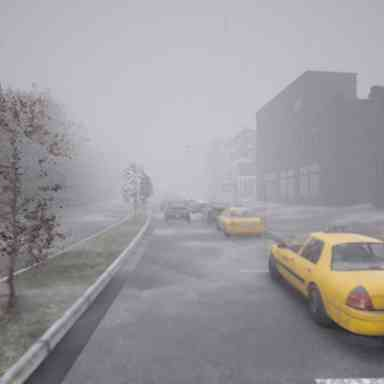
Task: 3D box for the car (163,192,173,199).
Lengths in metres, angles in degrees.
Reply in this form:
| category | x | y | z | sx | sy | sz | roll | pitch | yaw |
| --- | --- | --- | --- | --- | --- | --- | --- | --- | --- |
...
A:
| category | x | y | z | sx | sy | sz | roll | pitch | yaw |
| --- | --- | --- | --- | --- | --- | --- | --- | --- | --- |
| car | -6.970 | 1.008 | 95.060 | 2.435 | 2.045 | 5.566 | 0 | 0 | -7 |

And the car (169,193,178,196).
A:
| category | x | y | z | sx | sy | sz | roll | pitch | yaw |
| --- | --- | --- | --- | --- | --- | --- | --- | --- | --- |
| car | -2.687 | 1.466 | 62.028 | 2.002 | 1.452 | 4.674 | 0 | 0 | -7 |

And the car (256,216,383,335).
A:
| category | x | y | z | sx | sy | sz | roll | pitch | yaw |
| --- | --- | --- | --- | --- | --- | --- | --- | --- | --- |
| car | 2.966 | 1.480 | 7.053 | 1.946 | 1.575 | 5.366 | 0 | 0 | -1 |

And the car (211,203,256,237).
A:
| category | x | y | z | sx | sy | sz | roll | pitch | yaw |
| --- | --- | --- | --- | --- | --- | --- | --- | --- | --- |
| car | 2.448 | 1.486 | 18.059 | 1.946 | 1.575 | 5.366 | 0 | 0 | -3 |

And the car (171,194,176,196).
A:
| category | x | y | z | sx | sy | sz | roll | pitch | yaw |
| --- | --- | --- | --- | --- | --- | --- | --- | --- | --- |
| car | -1.980 | 1.473 | 56.558 | 2.163 | 1.488 | 4.792 | 0 | 0 | -7 |

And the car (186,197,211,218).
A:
| category | x | y | z | sx | sy | sz | roll | pitch | yaw |
| --- | --- | --- | --- | --- | --- | --- | --- | --- | --- |
| car | 0.864 | 1.487 | 34.621 | 2.097 | 1.535 | 5.008 | 0 | 0 | -7 |

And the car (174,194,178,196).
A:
| category | x | y | z | sx | sy | sz | roll | pitch | yaw |
| --- | --- | --- | --- | --- | --- | --- | --- | --- | --- |
| car | -1.262 | 1.498 | 51.027 | 2.002 | 1.452 | 4.674 | 0 | 0 | -7 |

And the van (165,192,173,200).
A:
| category | x | y | z | sx | sy | sz | roll | pitch | yaw |
| --- | --- | --- | --- | --- | --- | --- | --- | --- | --- |
| van | -6.268 | 1.068 | 89.648 | 1.878 | 1.987 | 4.442 | 0 | 0 | -7 |

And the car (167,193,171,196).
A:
| category | x | y | z | sx | sy | sz | roll | pitch | yaw |
| --- | --- | --- | --- | --- | --- | --- | --- | --- | --- |
| car | -3.406 | 1.435 | 67.561 | 2.163 | 1.488 | 4.792 | 0 | 0 | -7 |

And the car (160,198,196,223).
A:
| category | x | y | z | sx | sy | sz | roll | pitch | yaw |
| --- | --- | --- | --- | --- | --- | --- | --- | --- | --- |
| car | -1.204 | 1.496 | 25.688 | 2.128 | 1.511 | 4.902 | 0 | 0 | -5 |

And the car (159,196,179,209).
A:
| category | x | y | z | sx | sy | sz | roll | pitch | yaw |
| --- | --- | --- | --- | --- | --- | --- | --- | --- | --- |
| car | -3.189 | 1.550 | 42.826 | 1.994 | 1.385 | 4.181 | 0 | 0 | -7 |

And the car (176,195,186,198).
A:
| category | x | y | z | sx | sy | sz | roll | pitch | yaw |
| --- | --- | --- | --- | --- | --- | --- | --- | --- | --- |
| car | -0.548 | 1.471 | 45.522 | 2.231 | 1.521 | 4.892 | 0 | 0 | -7 |

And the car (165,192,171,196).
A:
| category | x | y | z | sx | sy | sz | roll | pitch | yaw |
| --- | --- | --- | --- | --- | --- | --- | --- | --- | --- |
| car | -4.117 | 1.131 | 73.059 | 2.435 | 2.045 | 5.566 | 0 | 0 | -7 |
